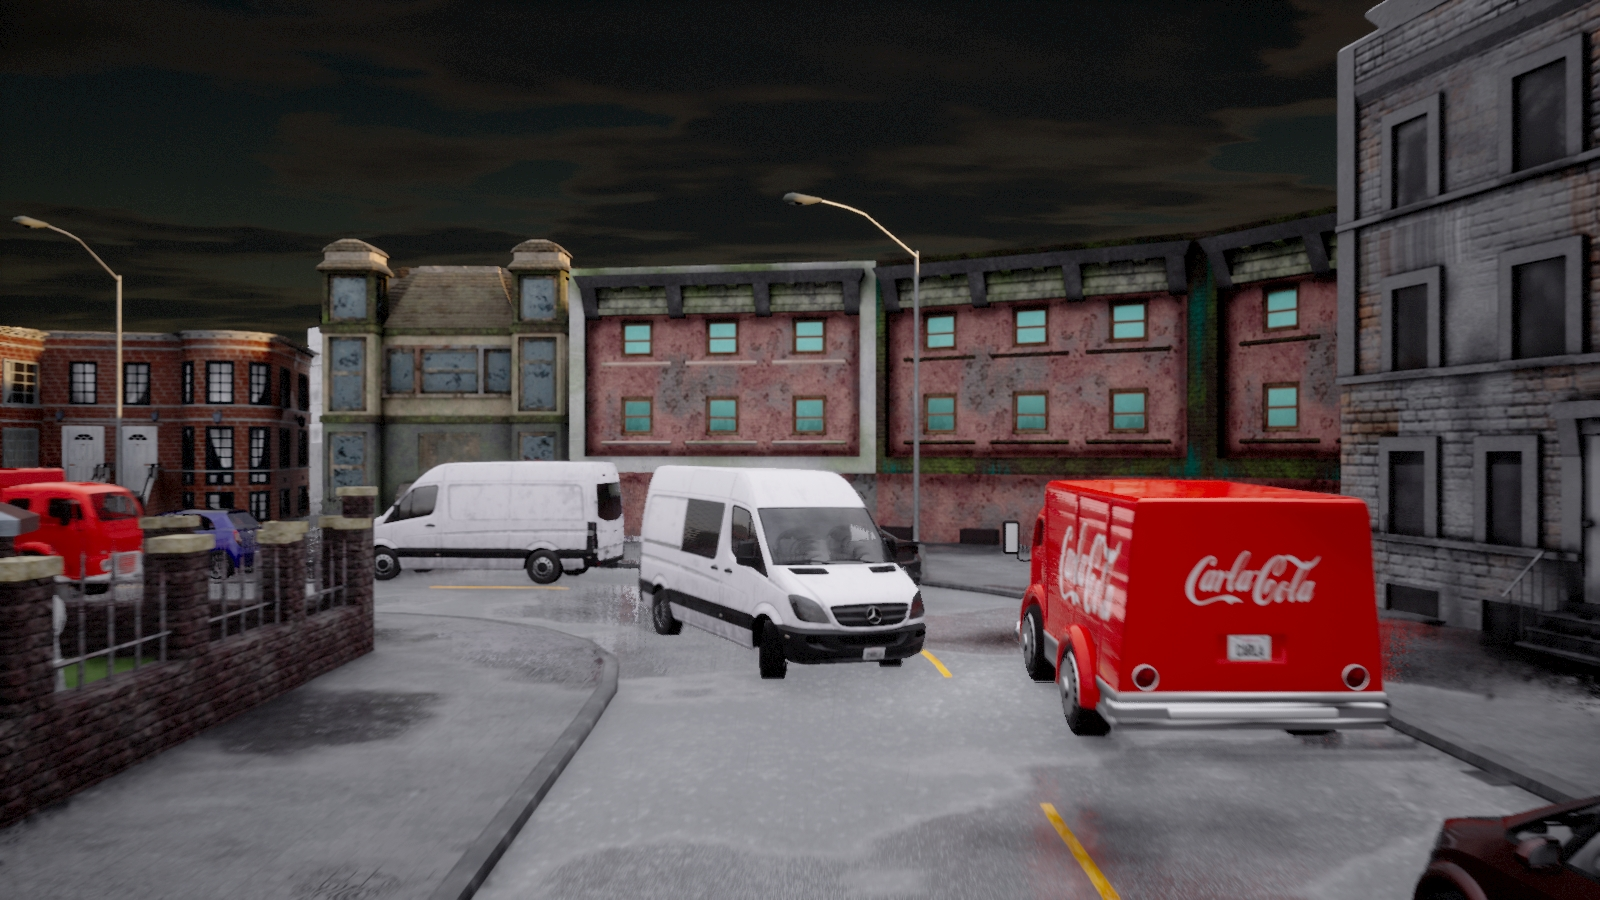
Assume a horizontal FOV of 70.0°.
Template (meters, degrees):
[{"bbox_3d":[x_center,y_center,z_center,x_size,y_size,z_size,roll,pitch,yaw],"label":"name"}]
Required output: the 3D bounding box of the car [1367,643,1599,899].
[{"bbox_3d":[3.927,1.807,4.241,1.789,1.549,3.705,0,0,0],"label":"car"}]

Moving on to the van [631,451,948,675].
[{"bbox_3d":[-0.445,1.316,16.157,1.988,2.561,5.915,2,-1,-27],"label":"van"}]

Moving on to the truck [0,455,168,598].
[{"bbox_3d":[-15.046,1.351,21.151,5.204,2.467,2.627,0,0,0],"label":"truck"}]

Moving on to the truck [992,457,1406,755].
[{"bbox_3d":[3.866,1.358,12.417,2.627,2.467,5.204,0,1,-1],"label":"truck"}]

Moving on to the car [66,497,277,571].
[{"bbox_3d":[-13.703,1.816,25.068,3.633,1.501,1.845,0,0,0],"label":"car"}]

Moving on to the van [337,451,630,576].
[{"bbox_3d":[-6.897,1.314,25.100,5.915,2.561,1.988,0,0,10],"label":"van"}]
